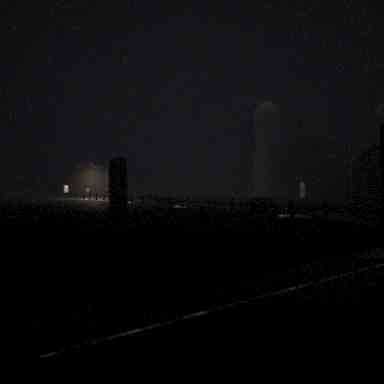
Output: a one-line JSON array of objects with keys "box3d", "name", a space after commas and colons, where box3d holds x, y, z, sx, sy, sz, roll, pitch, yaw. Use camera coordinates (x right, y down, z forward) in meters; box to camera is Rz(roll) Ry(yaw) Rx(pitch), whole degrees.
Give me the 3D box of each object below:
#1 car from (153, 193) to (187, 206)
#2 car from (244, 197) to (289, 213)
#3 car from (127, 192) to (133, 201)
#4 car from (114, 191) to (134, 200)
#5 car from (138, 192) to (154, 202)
[{"box3d": [-2.890, 1.149, 46.632, 2.033, 1.411, 5.357, -1, 1, -36], "name": "car"}, {"box3d": [7.264, 1.270, 32.624, 1.837, 1.490, 4.892, -1, 1, -36], "name": "car"}, {"box3d": [-12.832, 0.907, 60.508, 1.994, 1.385, 4.181, -1, 1, -36], "name": "car"}, {"box3d": [-13.526, 0.712, 66.148, 2.097, 1.767, 4.553, -1, 1, -36], "name": "car"}, {"box3d": [-7.727, 0.809, 58.218, 2.097, 1.767, 4.553, -1, 1, -36], "name": "car"}]
